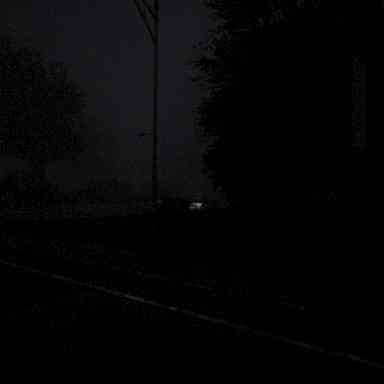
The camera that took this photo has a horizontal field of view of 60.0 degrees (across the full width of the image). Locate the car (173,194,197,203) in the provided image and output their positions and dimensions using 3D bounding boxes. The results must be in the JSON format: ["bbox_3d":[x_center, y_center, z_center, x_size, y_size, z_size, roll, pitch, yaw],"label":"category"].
[{"bbox_3d":[-1.151,1.022,57.608,1.812,1.442,4.674,1,1,36],"label":"car"}]

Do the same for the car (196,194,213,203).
[{"bbox_3d":[1.711,1.063,55.591,1.812,1.442,4.674,1,1,36],"label":"car"}]

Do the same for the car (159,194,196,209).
[{"bbox_3d":[-1.918,1.250,39.135,1.994,1.385,4.181,1,1,38],"label":"car"}]
